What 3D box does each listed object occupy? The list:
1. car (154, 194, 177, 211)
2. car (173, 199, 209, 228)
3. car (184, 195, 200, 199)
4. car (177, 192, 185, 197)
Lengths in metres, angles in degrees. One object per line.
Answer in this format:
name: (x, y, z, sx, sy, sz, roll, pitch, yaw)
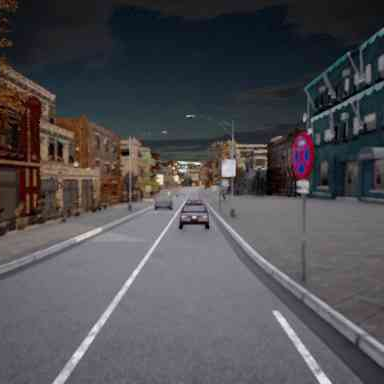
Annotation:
car: (-2.993, 1.235, 36.232, 1.837, 1.490, 4.892, 0, 1, 1)
car: (0.134, 1.433, 21.168, 2.033, 1.411, 5.357, 0, 1, 0)
car: (0.253, 1.262, 42.805, 1.895, 1.301, 4.718, 0, 1, 1)
car: (-2.613, 0.615, 78.070, 1.994, 1.385, 4.181, 0, 1, 0)
